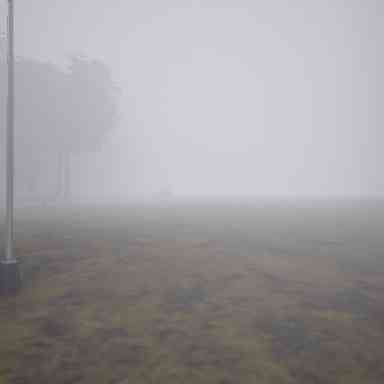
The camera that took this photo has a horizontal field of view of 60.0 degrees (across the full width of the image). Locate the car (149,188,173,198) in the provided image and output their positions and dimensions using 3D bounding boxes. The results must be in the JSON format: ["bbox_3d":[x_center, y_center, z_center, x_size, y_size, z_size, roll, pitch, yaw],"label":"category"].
[{"bbox_3d":[-5.280,0.034,57.310,2.097,1.767,4.553,2,2,36],"label":"car"}]
